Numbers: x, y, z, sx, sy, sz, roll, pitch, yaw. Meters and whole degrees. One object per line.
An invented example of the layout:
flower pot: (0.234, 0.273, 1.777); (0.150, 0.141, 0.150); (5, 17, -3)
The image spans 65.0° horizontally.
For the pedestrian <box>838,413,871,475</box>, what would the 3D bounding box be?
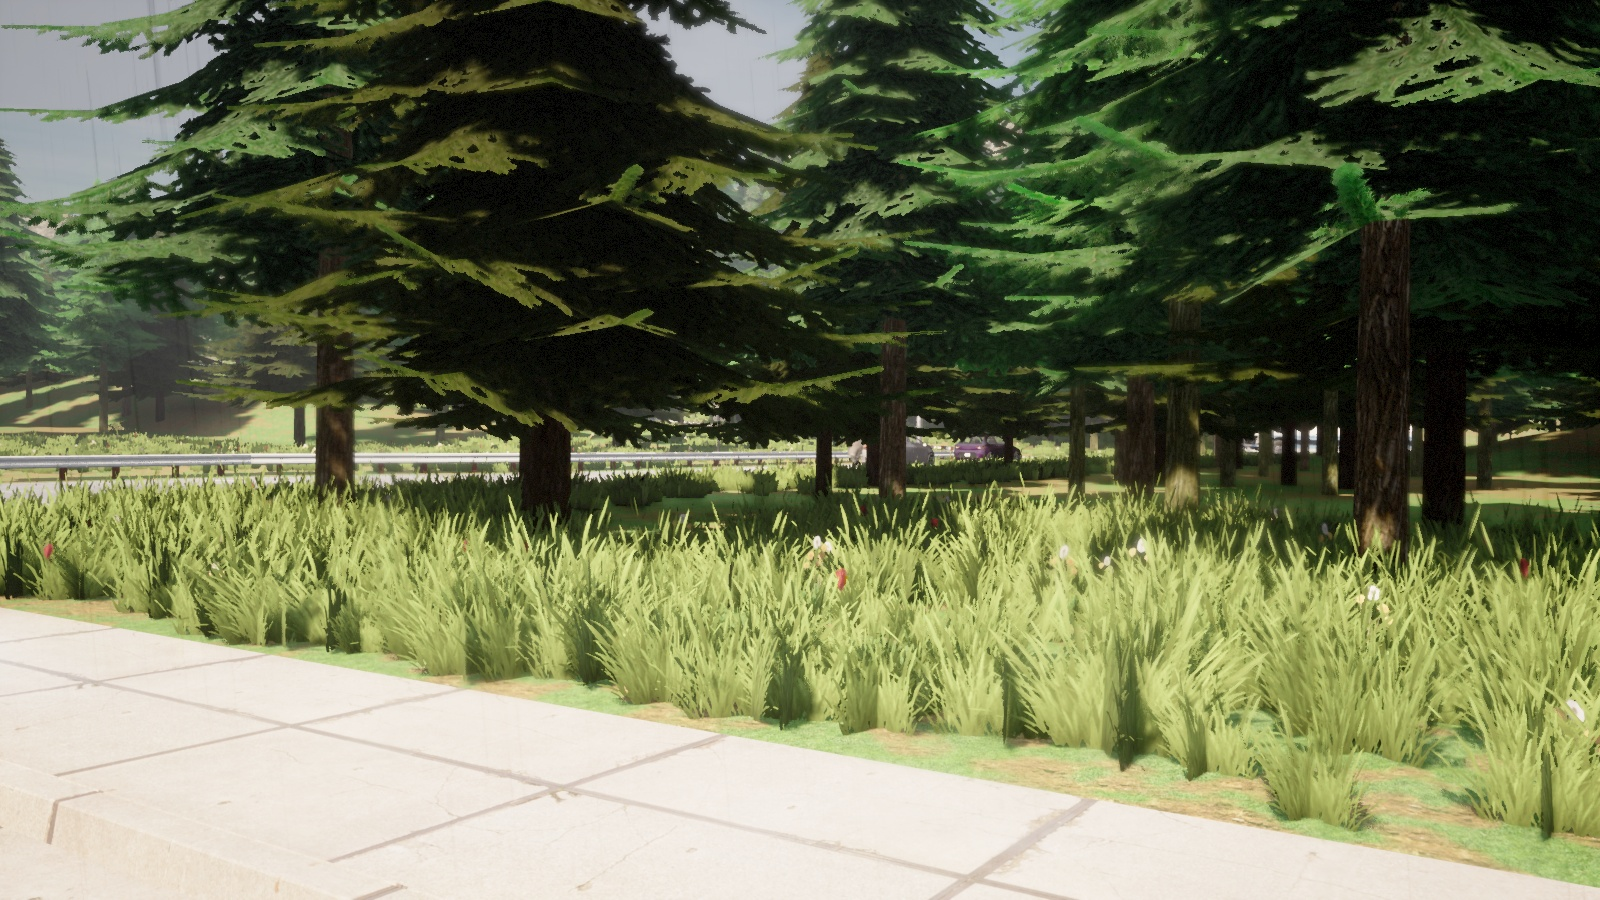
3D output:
pedestrian: (1.748, -0.194, 39.913); (0.659, 1.952, 0.873); (0, 1, 35)

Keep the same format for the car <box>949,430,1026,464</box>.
car: (8.648, -0.148, 57.729); (1.816, 1.474, 4.193); (0, 1, 35)

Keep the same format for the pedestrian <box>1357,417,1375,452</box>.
pedestrian: (31.422, -0.870, 69.724); (0.788, 1.949, 0.423); (-1, 1, 1)

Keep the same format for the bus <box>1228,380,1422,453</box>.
bus: (32.220, -2.022, 77.513); (10.273, 4.253, 3.944); (-1, 1, 4)

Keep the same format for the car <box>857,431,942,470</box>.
car: (4.080, -0.017, 51.140); (1.845, 1.501, 3.633); (0, 1, 35)
